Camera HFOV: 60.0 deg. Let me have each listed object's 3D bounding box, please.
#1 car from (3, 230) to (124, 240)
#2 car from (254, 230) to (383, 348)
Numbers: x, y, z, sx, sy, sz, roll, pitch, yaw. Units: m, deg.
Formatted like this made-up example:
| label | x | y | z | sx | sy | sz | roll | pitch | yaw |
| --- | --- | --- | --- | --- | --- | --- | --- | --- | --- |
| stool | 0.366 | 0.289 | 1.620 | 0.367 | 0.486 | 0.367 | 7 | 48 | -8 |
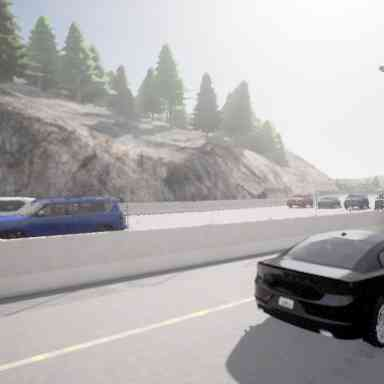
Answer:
| label | x | y | z | sx | sy | sz | roll | pitch | yaw |
| --- | --- | --- | --- | --- | --- | --- | --- | --- | --- |
| car | -5.351 | 1.246 | 13.176 | 5.566 | 2.045 | 2.150 | 0 | 0 | -37 |
| car | 3.358 | 1.477 | 6.407 | 5.008 | 1.535 | 1.882 | 0 | 0 | -37 |
